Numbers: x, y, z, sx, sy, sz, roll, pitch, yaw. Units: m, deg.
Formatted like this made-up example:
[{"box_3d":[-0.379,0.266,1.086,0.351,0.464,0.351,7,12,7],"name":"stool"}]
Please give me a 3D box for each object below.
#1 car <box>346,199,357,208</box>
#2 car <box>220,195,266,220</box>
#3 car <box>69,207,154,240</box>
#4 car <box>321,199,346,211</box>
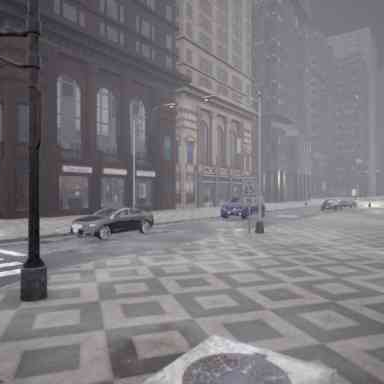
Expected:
[{"box_3d":[23.760,1.703,50.747,2.033,1.411,5.357,0,0,36],"name":"car"},{"box_3d":[4.631,1.300,29.511,2.150,2.045,5.566,0,1,36],"name":"car"},{"box_3d":[-4.024,1.533,17.434,2.128,1.511,4.902,0,0,34],"name":"car"},{"box_3d":[17.858,1.655,42.502,1.812,1.442,4.674,0,0,36],"name":"car"}]
